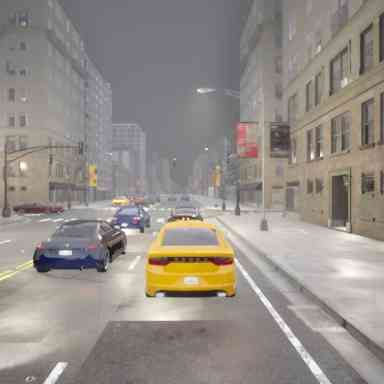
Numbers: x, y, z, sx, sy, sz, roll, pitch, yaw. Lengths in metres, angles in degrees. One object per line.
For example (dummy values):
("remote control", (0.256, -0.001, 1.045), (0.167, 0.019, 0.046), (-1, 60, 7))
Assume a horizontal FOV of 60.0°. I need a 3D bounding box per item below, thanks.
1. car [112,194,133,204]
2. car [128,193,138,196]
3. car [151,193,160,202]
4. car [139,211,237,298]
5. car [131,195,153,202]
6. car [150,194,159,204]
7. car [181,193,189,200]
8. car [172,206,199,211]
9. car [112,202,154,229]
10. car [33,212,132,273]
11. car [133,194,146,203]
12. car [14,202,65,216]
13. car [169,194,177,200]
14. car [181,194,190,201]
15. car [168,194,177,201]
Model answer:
("car", (-10.899, 1.491, 51.128), (1.882, 1.535, 5.008), (0, 0, -1))
("car", (-11.075, 1.237, 61.063), (2.150, 2.045, 5.566), (0, 0, -1))
("car", (-7.980, 1.241, 71.208), (2.150, 2.045, 5.566), (0, 0, -1))
("car", (-0.054, 1.478, 8.584), (1.882, 1.535, 5.008), (0, 0, -1))
("car", (-7.646, 1.614, 51.090), (1.895, 1.301, 4.718), (0, 0, -1))
("car", (-7.816, 1.563, 60.733), (2.033, 1.411, 5.357), (0, 0, -1))
("car", (-1.889, 1.237, 90.626), (2.097, 1.767, 4.553), (0, 0, -1))
("car", (-0.354, 1.507, 18.065), (1.837, 1.490, 4.892), (0, 0, -1))
("car", (-3.535, 1.528, 19.464), (1.812, 1.442, 4.674), (0, 0, -1))
("car", (-3.356, 1.564, 10.722), (1.994, 1.385, 4.181), (0, 0, -1))
("car", (-11.227, 1.371, 71.052), (2.097, 1.767, 4.553), (0, 0, -1))
("car", (-14.762, 1.589, 32.340), (4.718, 1.301, 1.895), (0, 0, 16))
("car", (-5.164, 1.369, 91.804), (2.097, 1.767, 4.553), (0, 0, -1))
("car", (-1.677, 1.367, 80.625), (2.097, 1.767, 4.553), (0, 0, -1))
("car", (-4.962, 1.567, 82.205), (1.994, 1.385, 4.181), (0, 0, -1))
